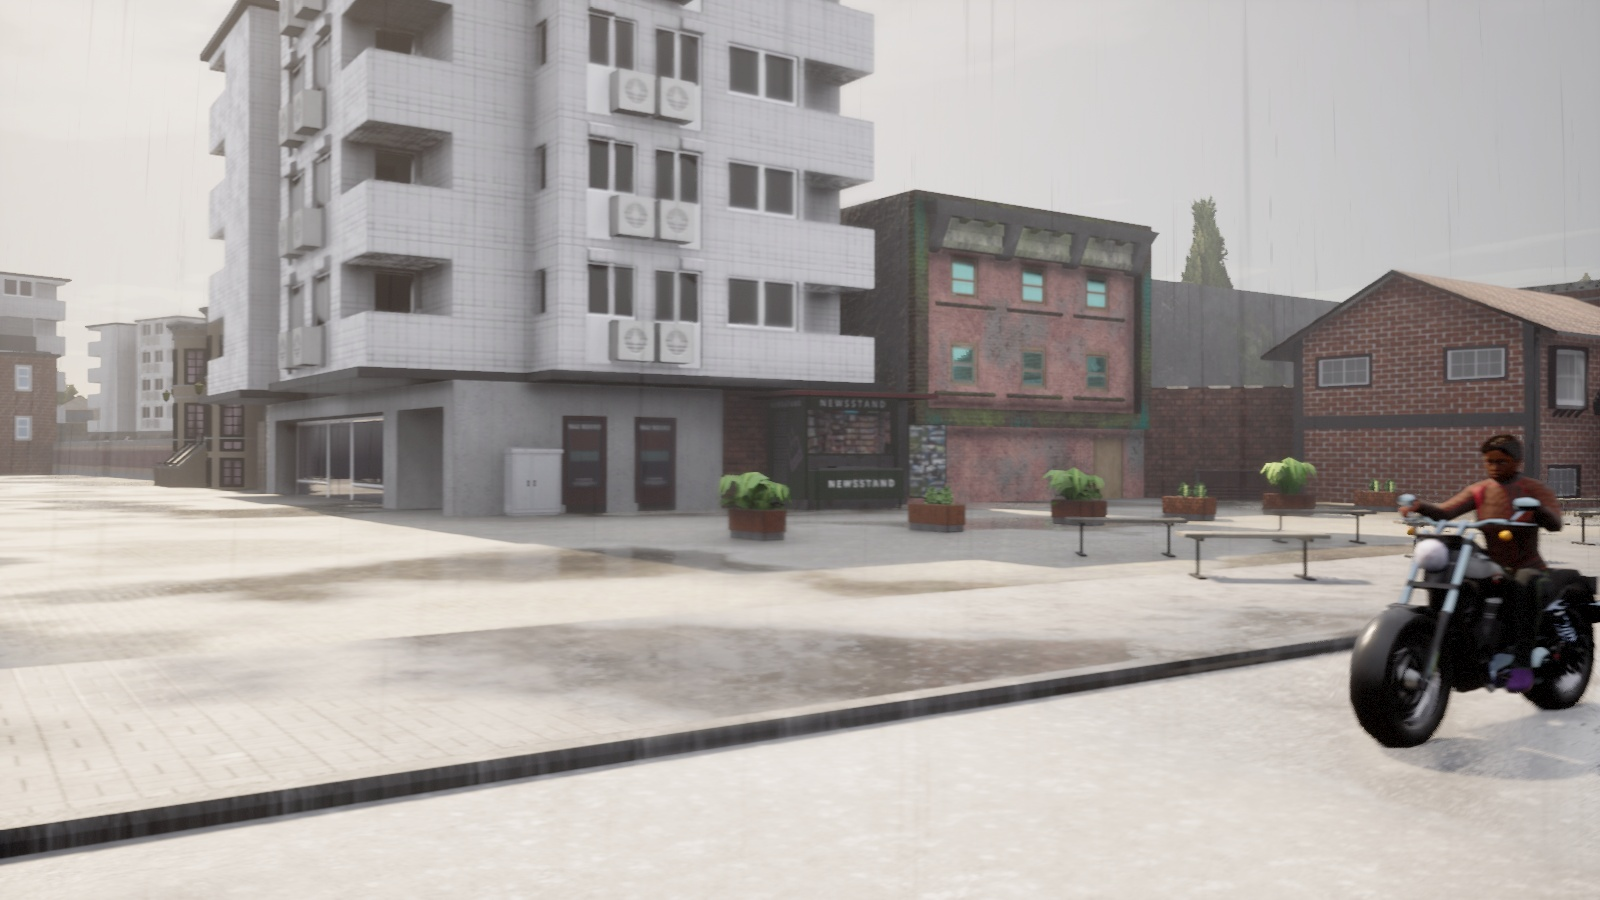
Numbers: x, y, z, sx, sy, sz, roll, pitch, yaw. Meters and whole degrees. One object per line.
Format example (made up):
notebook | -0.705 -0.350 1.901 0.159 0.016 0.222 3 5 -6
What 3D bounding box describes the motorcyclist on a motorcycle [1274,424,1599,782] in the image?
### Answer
motorcyclist on a motorcycle | 3.611 0.704 6.782 2.350 1.649 0.766 0 0 -35
